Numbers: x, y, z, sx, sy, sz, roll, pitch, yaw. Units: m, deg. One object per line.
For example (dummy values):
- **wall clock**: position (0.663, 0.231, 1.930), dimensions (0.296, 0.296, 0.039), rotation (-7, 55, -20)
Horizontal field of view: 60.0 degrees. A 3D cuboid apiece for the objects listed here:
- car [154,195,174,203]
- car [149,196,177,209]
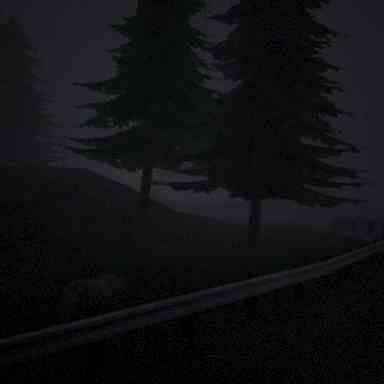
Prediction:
- **car**: position (-6.916, 1.770, 81.942), dimensions (4.553, 1.767, 2.097), rotation (1, 0, 39)
- **car**: position (-4.997, 1.603, 53.264), dimensions (5.566, 2.045, 2.150), rotation (0, 0, 39)
